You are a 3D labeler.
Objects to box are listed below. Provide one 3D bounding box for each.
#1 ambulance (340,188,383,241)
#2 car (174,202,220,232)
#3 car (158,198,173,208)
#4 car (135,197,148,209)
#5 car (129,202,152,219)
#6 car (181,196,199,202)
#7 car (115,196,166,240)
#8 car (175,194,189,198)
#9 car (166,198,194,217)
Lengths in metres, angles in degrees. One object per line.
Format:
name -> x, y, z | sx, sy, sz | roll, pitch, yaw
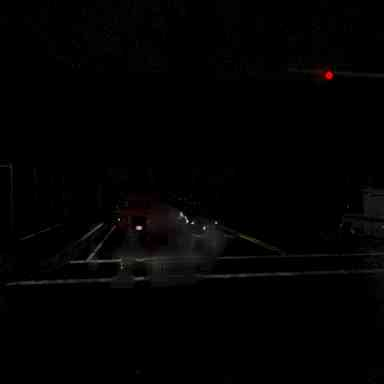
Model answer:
ambulance -> 8.579, 1.068, 13.373 | 2.351, 2.431, 6.366 | 0, -1, -9
car -> 0.308, 1.587, 20.621 | 2.033, 1.411, 5.357 | 0, 0, -9
car -> -4.091, 1.660, 50.489 | 1.895, 1.301, 4.718 | 0, 0, -8
car -> -7.324, 1.533, 48.342 | 1.882, 1.535, 5.008 | 0, 0, -8
car -> -4.715, 1.645, 30.511 | 1.895, 1.301, 4.718 | 0, 0, -8
car -> 0.005, 1.606, 47.146 | 2.033, 1.411, 5.357 | 0, 0, -8
car -> -2.778, 1.258, 17.615 | 2.150, 2.045, 5.566 | 0, 0, -9
car -> -1.578, 1.287, 57.402 | 2.150, 2.045, 5.566 | 0, 0, -9
car -> -1.328, 1.573, 31.623 | 1.812, 1.442, 4.674 | 0, 0, -9
